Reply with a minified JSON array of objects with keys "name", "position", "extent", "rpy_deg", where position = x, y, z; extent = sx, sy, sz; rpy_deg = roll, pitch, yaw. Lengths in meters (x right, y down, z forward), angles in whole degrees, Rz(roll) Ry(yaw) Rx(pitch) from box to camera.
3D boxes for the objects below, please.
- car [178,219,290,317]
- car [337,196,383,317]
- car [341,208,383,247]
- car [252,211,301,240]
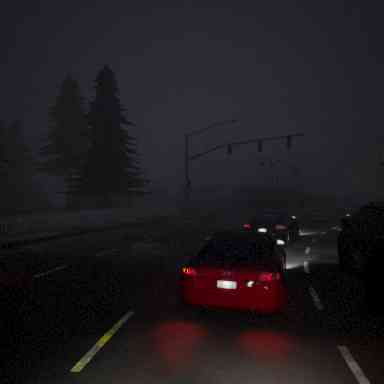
[{"name":"car","position":[1.134,1.564,7.658],"extent":[1.994,1.385,4.181],"rpy_deg":[0,0,16]},{"name":"car","position":[4.712,1.221,7.296],"extent":[2.150,2.045,5.566],"rpy_deg":[0,0,15]},{"name":"car","position":[8.379,1.564,15.884],"extent":[1.994,1.385,4.181],"rpy_deg":[0,0,28]},{"name":"car","position":[3.800,1.564,15.627],"extent":[1.994,1.385,4.181],"rpy_deg":[0,0,26]}]
